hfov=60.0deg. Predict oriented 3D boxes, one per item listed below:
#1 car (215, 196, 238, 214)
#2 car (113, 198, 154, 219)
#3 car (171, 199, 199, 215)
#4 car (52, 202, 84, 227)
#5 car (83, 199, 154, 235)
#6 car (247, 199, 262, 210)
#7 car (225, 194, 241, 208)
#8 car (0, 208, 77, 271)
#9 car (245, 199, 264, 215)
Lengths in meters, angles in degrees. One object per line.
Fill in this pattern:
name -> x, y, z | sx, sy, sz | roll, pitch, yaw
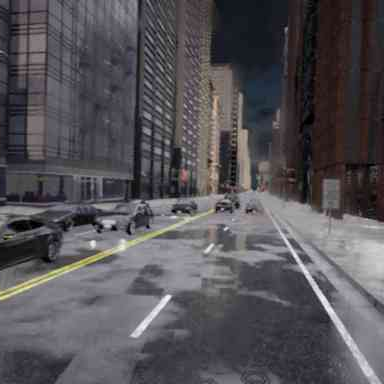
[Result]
car -> 3.665, 1.530, 36.919 | 1.837, 1.490, 4.892 | 2, 0, 11
car -> -4.813, 1.296, 27.990 | 1.812, 1.442, 4.674 | 2, 0, 11
car -> -0.585, 1.444, 32.713 | 2.033, 1.411, 5.357 | 2, 0, 11
car -> -6.660, 1.282, 18.435 | 2.033, 1.411, 5.357 | 2, 0, 11
car -> -3.460, 1.332, 17.862 | 2.128, 1.511, 4.902 | 2, 0, 11
car -> 8.895, 1.717, 47.128 | 2.033, 1.411, 5.357 | 2, 0, 11
car -> 5.696, 1.287, 47.634 | 2.150, 2.045, 5.566 | 2, 0, 11
car -> -5.204, 1.333, 8.769 | 1.812, 1.442, 4.674 | 2, 0, 11
car -> 6.868, 1.732, 36.390 | 1.895, 1.301, 4.718 | 2, 0, 11
